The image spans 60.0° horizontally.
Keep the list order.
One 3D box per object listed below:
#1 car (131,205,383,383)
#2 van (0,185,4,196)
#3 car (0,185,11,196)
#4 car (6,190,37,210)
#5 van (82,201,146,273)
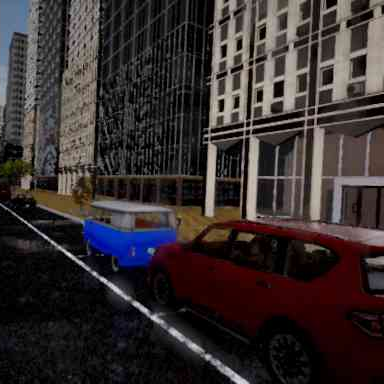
[{"bbox_3d":[1.119,1.335,5.326,2.192,1.841,5.009,2,1,-34],"label":"car"},{"bbox_3d":[-33.521,-0.319,57.347,1.690,1.788,3.998,2,1,-34],"label":"van"},{"bbox_3d":[-27.222,-0.039,47.888,2.192,1.841,5.009,2,1,-34],"label":"car"},{"bbox_3d":[-14.634,0.808,28.974,2.008,1.369,4.403,2,1,-34],"label":"car"},{"bbox_3d":[-2.031,1.208,10.056,1.690,1.788,3.998,2,1,-34],"label":"van"}]
